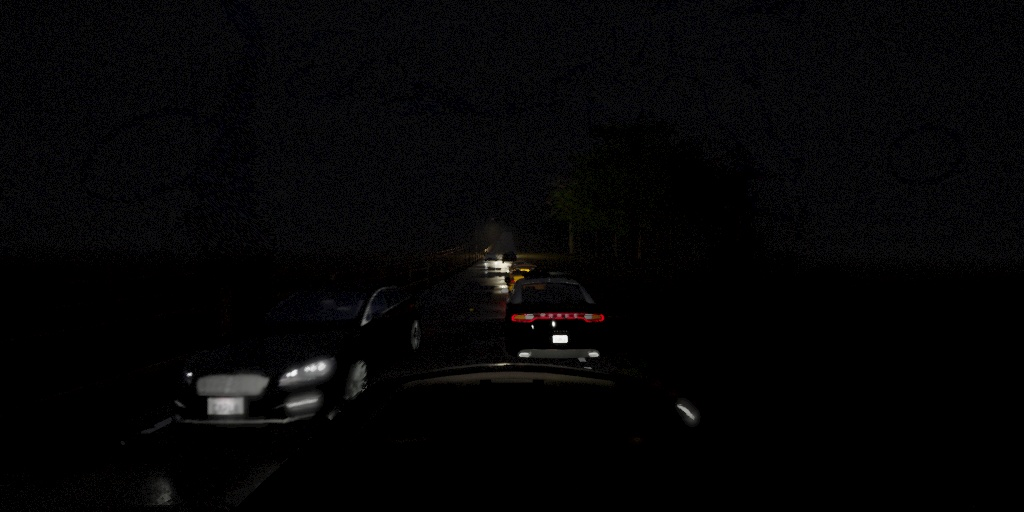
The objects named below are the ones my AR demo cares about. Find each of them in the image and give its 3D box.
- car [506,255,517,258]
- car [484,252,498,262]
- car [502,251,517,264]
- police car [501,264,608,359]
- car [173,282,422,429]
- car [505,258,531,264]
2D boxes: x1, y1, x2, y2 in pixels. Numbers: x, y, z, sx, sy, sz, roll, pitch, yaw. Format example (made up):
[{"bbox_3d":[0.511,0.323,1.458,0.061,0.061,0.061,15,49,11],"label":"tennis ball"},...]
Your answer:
[{"bbox_3d":[0.636,0.968,24.574,1.801,1.575,5.366,0,1,0],"label":"car"},{"bbox_3d":[-3.204,0.147,55.555,1.812,1.442,4.674,0,2,0],"label":"car"},{"bbox_3d":[-0.358,0.110,51.823,2.097,1.767,4.553,0,2,0],"label":"car"},{"bbox_3d":[0.774,1.149,8.499,1.930,1.638,5.238,0,0,0],"label":"police car"},{"bbox_3d":[-2.880,1.229,6.035,2.128,1.511,4.902,0,0,0],"label":"car"},{"bbox_3d":[0.688,1.071,18.576,1.801,1.575,5.366,0,1,0],"label":"car"}]
